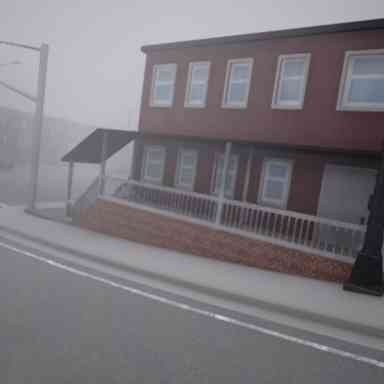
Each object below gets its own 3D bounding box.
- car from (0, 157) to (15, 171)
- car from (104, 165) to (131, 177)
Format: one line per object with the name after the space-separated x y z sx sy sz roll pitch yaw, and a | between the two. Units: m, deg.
-20.151 -2.967 33.427 1.994 1.385 4.181 11 7 35 | car
-10.404 -3.014 46.894 1.837 1.490 4.892 11 7 35 | car
